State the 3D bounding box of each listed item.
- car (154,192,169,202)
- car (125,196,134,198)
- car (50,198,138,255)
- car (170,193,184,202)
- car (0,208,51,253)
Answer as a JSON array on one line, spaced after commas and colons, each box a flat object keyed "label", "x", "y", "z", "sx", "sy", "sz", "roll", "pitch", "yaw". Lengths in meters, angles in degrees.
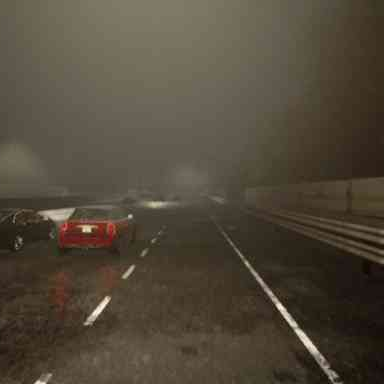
[{"label": "car", "x": -6.930, "y": 1.117, "z": 72.625, "sx": 2.150, "sy": 2.045, "sz": 5.566, "roll": 1, "pitch": 0, "yaw": 0}, {"label": "car", "x": -10.451, "y": 1.391, "z": 56.165, "sx": 1.994, "sy": 1.385, "sz": 4.181, "roll": 1, "pitch": 0, "yaw": 0}, {"label": "car", "x": -3.484, "y": 1.293, "z": 13.141, "sx": 2.097, "sy": 1.767, "sz": 4.553, "roll": 1, "pitch": 0, "yaw": 0}, {"label": "car", "x": -3.431, "y": 1.454, "z": 78.640, "sx": 1.837, "sy": 1.490, "sz": 4.892, "roll": 1, "pitch": 0, "yaw": 0}, {"label": "car", "x": -6.986, "y": 1.387, "z": 13.056, "sx": 1.837, "sy": 1.490, "sz": 4.892, "roll": 1, "pitch": 0, "yaw": 0}]
